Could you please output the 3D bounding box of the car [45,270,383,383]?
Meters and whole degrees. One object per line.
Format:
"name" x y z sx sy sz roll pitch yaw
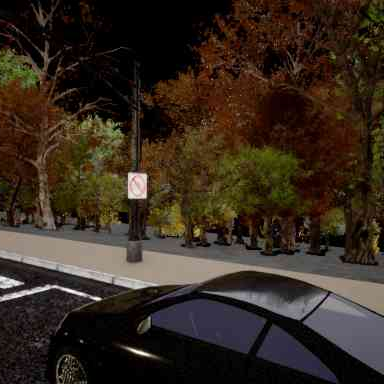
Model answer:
"car" 0.374 1.564 3.420 4.181 1.385 1.994 0 0 36
